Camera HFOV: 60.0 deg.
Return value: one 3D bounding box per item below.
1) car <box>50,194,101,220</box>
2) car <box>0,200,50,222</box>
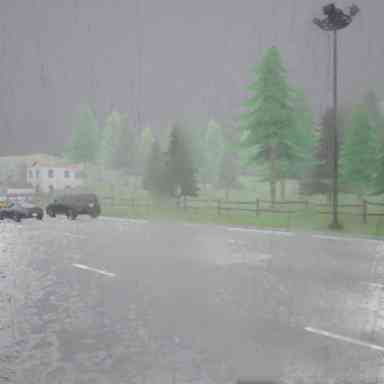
[{"bbox_3d":[-9.741,1.154,27.256,5.566,2.045,2.150,0,0,41],"label":"car"},{"bbox_3d":[-13.073,1.472,25.498,4.674,1.442,1.812,0,0,41],"label":"car"}]
